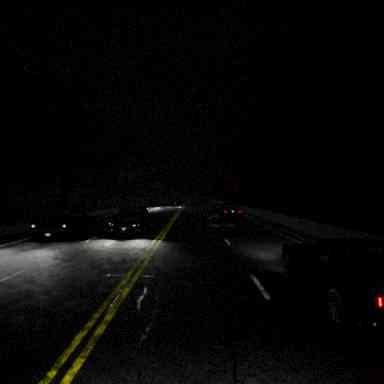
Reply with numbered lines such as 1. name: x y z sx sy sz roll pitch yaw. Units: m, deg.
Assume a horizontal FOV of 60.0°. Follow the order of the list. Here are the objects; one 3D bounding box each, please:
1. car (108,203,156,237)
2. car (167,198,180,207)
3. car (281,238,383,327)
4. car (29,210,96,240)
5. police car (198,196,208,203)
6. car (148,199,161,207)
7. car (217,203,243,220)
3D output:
1. car: -3.344 1.572 18.697 1.837 1.490 4.892 0 0 0
2. car: -3.275 1.847 59.669 1.837 1.490 4.892 0 0 1
3. car: 3.343 1.620 7.052 1.895 1.301 4.718 0 0 0
4. car: -6.595 1.661 17.456 1.895 1.301 4.718 0 0 0
5. police car: 3.279 2.030 87.203 1.930 1.638 5.238 0 -1 0
6. car: -6.530 1.929 57.901 1.895 1.301 4.718 0 0 1
7. car: 3.360 1.677 29.871 2.033 1.411 5.357 0 0 0
